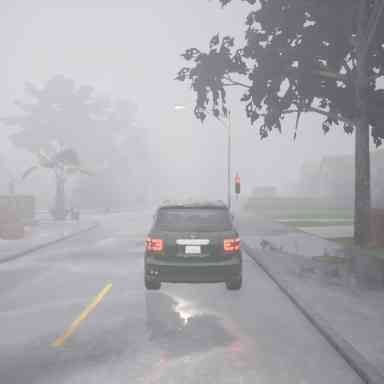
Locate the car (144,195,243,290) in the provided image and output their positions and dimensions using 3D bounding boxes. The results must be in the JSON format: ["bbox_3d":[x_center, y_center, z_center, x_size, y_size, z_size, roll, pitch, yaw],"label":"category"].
[{"bbox_3d":[0.045,1.221,9.205,2.150,2.045,5.566,0,0,1],"label":"car"}]

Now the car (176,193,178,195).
[{"bbox_3d":[-4.003,1.491,62.846,2.128,1.511,4.902,0,0,0],"label":"car"}]

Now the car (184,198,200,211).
[{"bbox_3d":[0.084,1.505,42.645,1.837,1.490,4.892,1,0,2],"label":"car"}]

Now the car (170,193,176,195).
[{"bbox_3d":[-4.046,1.352,52.444,2.097,1.767,4.553,0,0,0],"label":"car"}]

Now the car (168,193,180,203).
[{"bbox_3d":[-3.935,1.225,73.359,2.150,2.045,5.566,0,0,0],"label":"car"}]

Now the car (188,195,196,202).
[{"bbox_3d":[0.069,1.469,77.741,1.882,1.535,5.008,0,0,0],"label":"car"}]
